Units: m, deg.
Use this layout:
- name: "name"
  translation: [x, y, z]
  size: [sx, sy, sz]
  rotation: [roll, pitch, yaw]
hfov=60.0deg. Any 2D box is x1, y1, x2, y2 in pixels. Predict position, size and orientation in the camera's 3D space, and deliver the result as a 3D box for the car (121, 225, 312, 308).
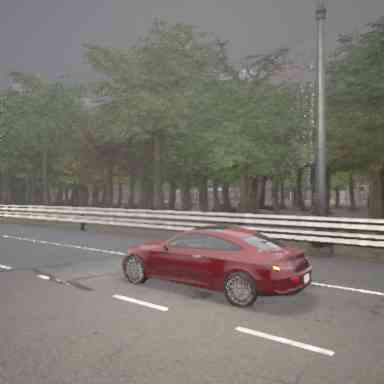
- name: "car"
  translation: [0.384, 1.529, 7.899]
  size: [4.674, 1.442, 1.812]
  rotation: [0, 0, 36]
